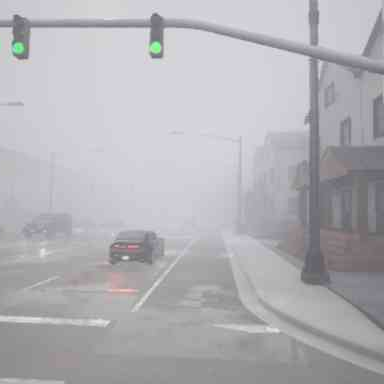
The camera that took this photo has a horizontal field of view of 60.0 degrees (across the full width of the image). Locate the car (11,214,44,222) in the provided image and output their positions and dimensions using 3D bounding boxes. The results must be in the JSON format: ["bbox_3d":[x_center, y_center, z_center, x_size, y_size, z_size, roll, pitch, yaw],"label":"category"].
[{"bbox_3d":[-30.811,4.863,62.349,4.974,1.542,2.038,4,-5,-42],"label":"car"}]

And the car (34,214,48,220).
[{"bbox_3d":[-30.511,5.012,66.989,1.853,1.218,4.536,3,-4,-32],"label":"car"}]

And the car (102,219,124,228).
[{"bbox_3d":[-10.846,4.340,45.808,1.895,1.301,4.718,1,-4,5],"label":"car"}]

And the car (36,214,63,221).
[{"bbox_3d":[-30.882,5.508,72.335,2.038,1.542,4.974,-1,-4,33],"label":"car"}]

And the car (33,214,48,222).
[{"bbox_3d":[-30.486,5.166,66.936,2.038,1.542,4.974,3,-4,-32],"label":"car"}]

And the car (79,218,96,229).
[{"bbox_3d":[-14.494,4.104,44.113,2.033,1.411,5.357,1,-4,5],"label":"car"}]

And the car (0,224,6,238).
[{"bbox_3d":[-15.965,2.740,24.566,1.882,1.535,5.008,1,-4,4],"label":"car"}]

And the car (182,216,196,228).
[{"bbox_3d":[-0.414,4.676,52.467,2.097,1.767,4.553,1,-3,3],"label":"car"}]

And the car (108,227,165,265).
[{"bbox_3d":[-2.479,2.555,15.731,1.837,1.490,4.892,1,-4,4],"label":"car"}]

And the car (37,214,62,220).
[{"bbox_3d":[-30.907,5.347,72.301,1.853,1.218,4.536,-1,-4,33],"label":"car"}]

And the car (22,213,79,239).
[{"bbox_3d":[-12.156,2.819,28.555,2.150,2.045,5.566,1,-4,5],"label":"car"}]
